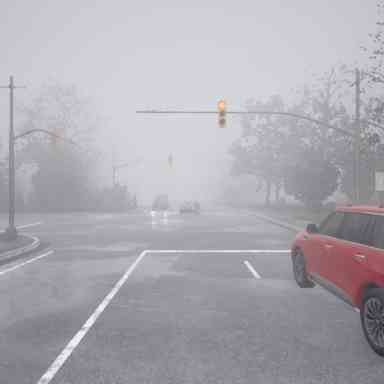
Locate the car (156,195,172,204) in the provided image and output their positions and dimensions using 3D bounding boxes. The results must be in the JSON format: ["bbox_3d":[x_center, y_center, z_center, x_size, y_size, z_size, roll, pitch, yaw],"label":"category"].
[{"bbox_3d":[-4.842,1.432,52.815,2.150,2.045,5.566,0,-1,-7],"label":"car"}]

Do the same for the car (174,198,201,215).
[{"bbox_3d":[-0.208,1.557,34.104,2.033,1.411,5.357,0,0,6],"label":"car"}]

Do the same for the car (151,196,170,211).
[{"bbox_3d":[-4.075,1.572,42.521,1.837,1.490,4.892,0,-1,-3],"label":"car"}]

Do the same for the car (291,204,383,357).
[{"bbox_3d":[3.590,1.221,6.131,2.150,2.045,5.566,0,0,0],"label":"car"}]

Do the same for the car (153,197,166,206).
[{"bbox_3d":[-6.257,1.772,62.764,2.097,1.767,4.553,0,-1,-10],"label":"car"}]

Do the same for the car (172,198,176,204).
[{"bbox_3d":[-4.347,2.299,82.475,1.882,1.535,5.008,0,-1,-22],"label":"car"}]
